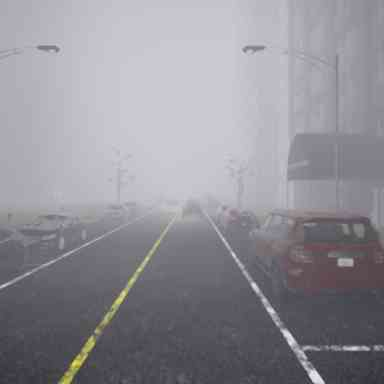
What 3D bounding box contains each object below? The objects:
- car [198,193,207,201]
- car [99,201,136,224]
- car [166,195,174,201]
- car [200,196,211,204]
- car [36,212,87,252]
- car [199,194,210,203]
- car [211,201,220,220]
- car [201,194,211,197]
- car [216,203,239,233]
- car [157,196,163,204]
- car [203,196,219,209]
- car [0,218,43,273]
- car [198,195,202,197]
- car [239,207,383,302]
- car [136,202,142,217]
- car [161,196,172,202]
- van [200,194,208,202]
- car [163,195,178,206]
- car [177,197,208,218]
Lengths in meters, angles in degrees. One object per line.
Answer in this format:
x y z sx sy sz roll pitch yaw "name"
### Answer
2.621 1.316 87.202 2.192 1.841 5.009 1 0 0 "car"
-5.706 1.590 25.100 1.802 1.307 4.206 1 0 0 "car"
-5.762 1.552 87.172 2.008 1.369 4.403 1 0 0 "car"
2.639 1.558 64.637 2.008 1.369 4.403 1 0 0 "car"
-5.695 1.556 13.815 2.008 1.369 4.403 0 0 0 "car"
2.636 1.321 70.278 2.192 1.841 5.009 1 0 0 "car"
2.675 1.589 25.146 1.802 1.307 4.206 0 0 0 "car"
2.656 1.448 47.713 1.967 1.590 4.097 0 0 0 "car"
2.681 1.551 19.505 1.887 1.381 4.507 0 0 0 "car"
-5.740 1.448 64.601 1.967 1.590 4.097 1 0 0 "car"
2.660 1.553 42.071 1.887 1.381 4.507 0 0 0 "car"
-5.690 1.570 8.172 1.947 1.339 4.313 0 0 0 "car"
0.056 1.534 47.209 1.812 1.442 4.674 0 0 0 "car"
2.692 1.318 8.223 2.192 1.841 5.009 0 0 0 "car"
-5.710 1.553 30.743 1.887 1.381 4.507 1 0 0 "car"
-5.751 1.556 75.886 2.008 1.369 4.403 1 0 0 "car"
2.631 1.345 75.920 1.690 1.788 3.998 1 0 0 "van"
-3.113 1.609 53.110 1.895 1.301 4.718 0 0 0 "car"
0.073 1.500 29.622 2.128 1.511 4.902 0 0 0 "car"
